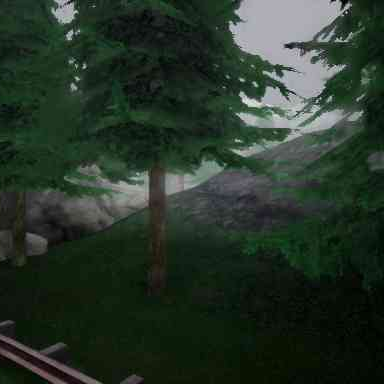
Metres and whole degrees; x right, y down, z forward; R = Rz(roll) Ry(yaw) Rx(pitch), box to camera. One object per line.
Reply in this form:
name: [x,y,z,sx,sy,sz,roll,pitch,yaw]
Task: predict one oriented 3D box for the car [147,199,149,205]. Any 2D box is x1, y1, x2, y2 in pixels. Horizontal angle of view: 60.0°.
car: [-6.135,1.510,38.549,1.812,1.442,4.674,0,0,37]
